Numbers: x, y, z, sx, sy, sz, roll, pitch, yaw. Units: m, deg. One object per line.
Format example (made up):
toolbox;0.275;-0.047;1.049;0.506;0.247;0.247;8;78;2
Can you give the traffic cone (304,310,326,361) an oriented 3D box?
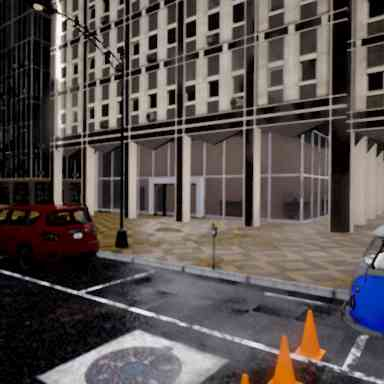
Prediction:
traffic cone;1.647;1.954;4.643;0.340;0.580;0.340;0;0;36

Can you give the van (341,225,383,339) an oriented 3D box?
van;4.111;1.342;4.049;3.998;1.788;1.690;0;1;36

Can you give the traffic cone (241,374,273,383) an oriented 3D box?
traffic cone;0.480;1.954;3.019;0.340;0.580;0.340;0;0;36

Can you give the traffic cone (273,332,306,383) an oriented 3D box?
traffic cone;1.063;1.954;3.831;0.340;0.580;0.340;0;0;36

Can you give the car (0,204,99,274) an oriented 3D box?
car;-5.120;1.307;10.684;5.009;1.841;2.192;0;1;36
